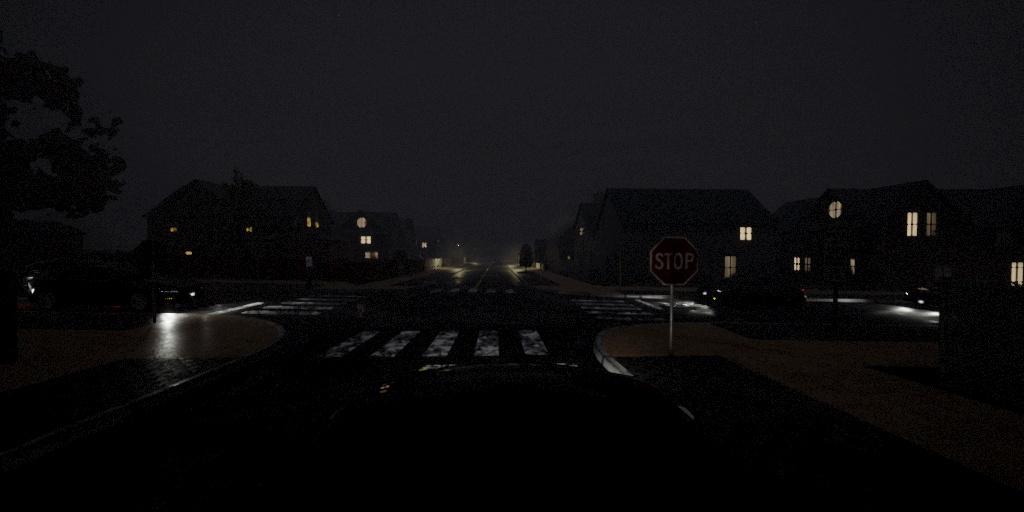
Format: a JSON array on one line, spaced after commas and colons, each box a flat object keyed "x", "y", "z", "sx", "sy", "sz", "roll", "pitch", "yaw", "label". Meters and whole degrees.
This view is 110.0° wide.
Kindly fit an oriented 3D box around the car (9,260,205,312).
[{"x": -13.588, "y": 1.040, "z": 12.458, "sx": 4.892, "sy": 1.490, "sz": 1.837, "roll": 1, "pitch": 1, "yaw": -2, "label": "car"}]

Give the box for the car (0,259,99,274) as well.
[{"x": -18.993, "y": 0.862, "z": 15.265, "sx": 4.892, "sy": 1.490, "sz": 1.837, "roll": 1, "pitch": 1, "yaw": -2, "label": "car"}]

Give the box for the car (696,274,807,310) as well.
[{"x": 10.649, "y": 1.541, "z": 16.107, "sx": 4.181, "sy": 1.385, "sz": 1.994, "roll": 1, "pitch": 1, "yaw": -1, "label": "car"}]

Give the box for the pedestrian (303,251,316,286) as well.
[{"x": -10.398, "y": 0.610, "z": 18.400, "sx": 0.375, "sy": 1.860, "sz": 0.375, "roll": 0, "pitch": 0, "yaw": -2, "label": "pedestrian"}]

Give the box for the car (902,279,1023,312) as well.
[{"x": 21.277, "y": 1.757, "z": 16.383, "sx": 5.357, "sy": 1.411, "sz": 2.033, "roll": 1, "pitch": 1, "yaw": -2, "label": "car"}]
